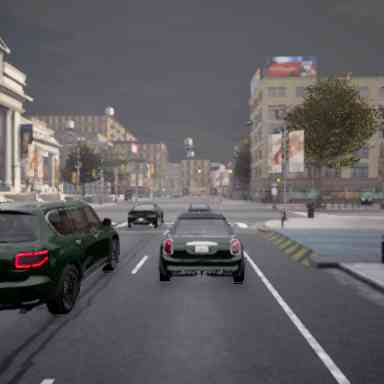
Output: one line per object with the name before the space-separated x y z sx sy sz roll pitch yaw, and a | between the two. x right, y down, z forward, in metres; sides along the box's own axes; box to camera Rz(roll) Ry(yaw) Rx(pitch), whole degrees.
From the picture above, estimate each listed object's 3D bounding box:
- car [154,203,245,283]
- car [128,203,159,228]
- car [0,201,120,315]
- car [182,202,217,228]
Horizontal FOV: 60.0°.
car | 0.263 1.353 9.875 2.097 1.767 4.553 0 0 1
car | -3.001 1.477 22.359 1.882 1.535 5.008 0 0 1
car | -3.277 1.220 7.692 2.150 2.045 5.566 0 0 1
car | 0.511 1.496 23.058 2.128 1.511 4.902 0 0 1
